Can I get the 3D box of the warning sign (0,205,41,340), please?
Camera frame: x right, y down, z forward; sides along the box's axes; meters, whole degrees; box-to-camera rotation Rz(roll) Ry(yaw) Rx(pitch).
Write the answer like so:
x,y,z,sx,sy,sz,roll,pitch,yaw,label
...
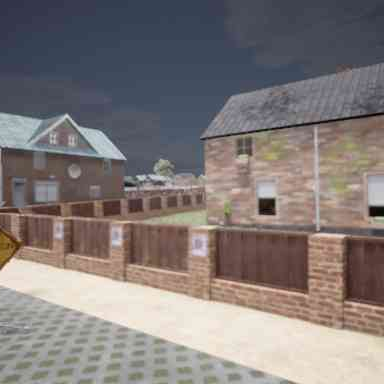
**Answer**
x,y,z,sx,sy,sz,roll,pitch,yaw,label
-3.160,1.150,4.904,1.060,1.860,1.300,-2,0,36,warning sign
